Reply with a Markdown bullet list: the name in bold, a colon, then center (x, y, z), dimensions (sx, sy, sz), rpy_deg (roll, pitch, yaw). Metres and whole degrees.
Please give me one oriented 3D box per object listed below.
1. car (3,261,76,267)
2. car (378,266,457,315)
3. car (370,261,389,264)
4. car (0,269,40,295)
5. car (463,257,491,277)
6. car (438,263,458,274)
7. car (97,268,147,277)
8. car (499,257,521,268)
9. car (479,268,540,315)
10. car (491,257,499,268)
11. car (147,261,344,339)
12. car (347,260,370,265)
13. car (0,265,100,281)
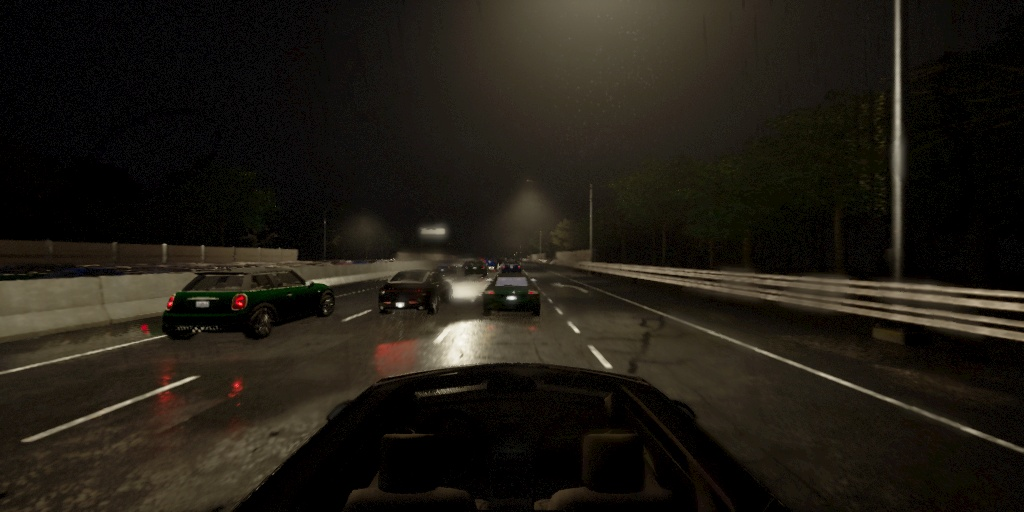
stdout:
- **car**: center (-24.606, 1.140, 18.110), dimensions (2.097, 1.767, 4.553), rpy_deg (0, 0, 0)
- **car**: center (-3.510, 1.281, 13.672), dimensions (1.837, 1.490, 4.892), rpy_deg (0, 0, 0)
- **car**: center (-21.103, 1.468, 58.783), dimensions (1.994, 1.385, 4.181), rpy_deg (0, 0, 0)
- **car**: center (-28.108, 1.392, 18.286), dimensions (1.895, 1.301, 4.718), rpy_deg (0, 0, 0)
- **car**: center (-3.542, 1.187, 36.553), dimensions (2.097, 1.767, 4.553), rpy_deg (0, 0, 0)
- **car**: center (-7.046, 1.405, 38.319), dimensions (1.994, 1.385, 4.181), rpy_deg (0, 0, 0)
- **car**: center (-17.609, 1.352, 18.278), dimensions (1.994, 1.385, 4.181), rpy_deg (0, 0, 0)
- **car**: center (-0.045, 1.194, 39.083), dimensions (2.097, 1.767, 4.553), rpy_deg (0, 0, 0)
- **car**: center (-0.009, 1.338, 13.645), dimensions (1.994, 1.385, 4.181), rpy_deg (0, 0, 0)
- **car**: center (-3.581, 1.130, 60.454), dimensions (2.150, 2.045, 5.566), rpy_deg (0, 0, 0)
- **car**: center (-7.005, 1.120, 10.239), dimensions (2.097, 1.767, 4.553), rpy_deg (0, 0, 0)
- **car**: center (-24.599, 1.431, 58.749), dimensions (1.812, 1.442, 4.674), rpy_deg (0, 0, 0)
- **car**: center (-21.109, 1.313, 17.446), dimensions (1.812, 1.442, 4.674), rpy_deg (0, 0, 0)
